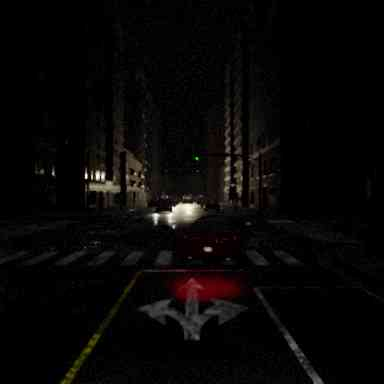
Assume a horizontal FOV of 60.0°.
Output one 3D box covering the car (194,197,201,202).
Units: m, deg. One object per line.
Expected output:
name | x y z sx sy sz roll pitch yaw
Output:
car | 1.441 2.142 94.773 1.802 1.307 4.206 0 0 -1

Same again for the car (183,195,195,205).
car | -0.851 1.910 69.174 1.994 1.385 4.181 0 0 -1

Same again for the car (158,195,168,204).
car | -6.709 1.740 77.641 2.192 1.841 5.009 0 0 -1

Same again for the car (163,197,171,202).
car | -7.079 2.083 94.435 1.752 1.417 4.829 0 0 -1

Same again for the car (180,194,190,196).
car | -1.072 1.636 79.205 2.150 2.045 5.566 0 0 -1

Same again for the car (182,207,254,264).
car | 1.072 1.524 12.133 1.882 1.535 5.008 -1 0 14

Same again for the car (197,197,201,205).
car | 2.316 1.855 55.203 1.802 1.307 4.206 0 0 -1

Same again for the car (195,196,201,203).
car | 2.066 1.921 66.507 1.802 1.307 4.206 0 0 -1

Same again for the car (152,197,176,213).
car | -3.290 1.670 39.880 1.882 1.535 5.008 0 0 -1

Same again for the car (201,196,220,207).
car | 2.566 1.654 43.897 1.967 1.590 4.097 0 0 -1

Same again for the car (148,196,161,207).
car | -6.207 1.712 55.024 1.967 1.590 4.097 0 0 -1

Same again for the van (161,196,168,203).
van | -6.834 1.811 83.297 1.690 1.788 3.998 0 0 -1

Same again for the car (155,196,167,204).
car | -6.584 1.694 71.986 2.192 1.841 5.009 0 0 -1

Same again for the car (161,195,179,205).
car | -3.581 1.746 54.376 1.882 1.535 5.008 0 0 -1
